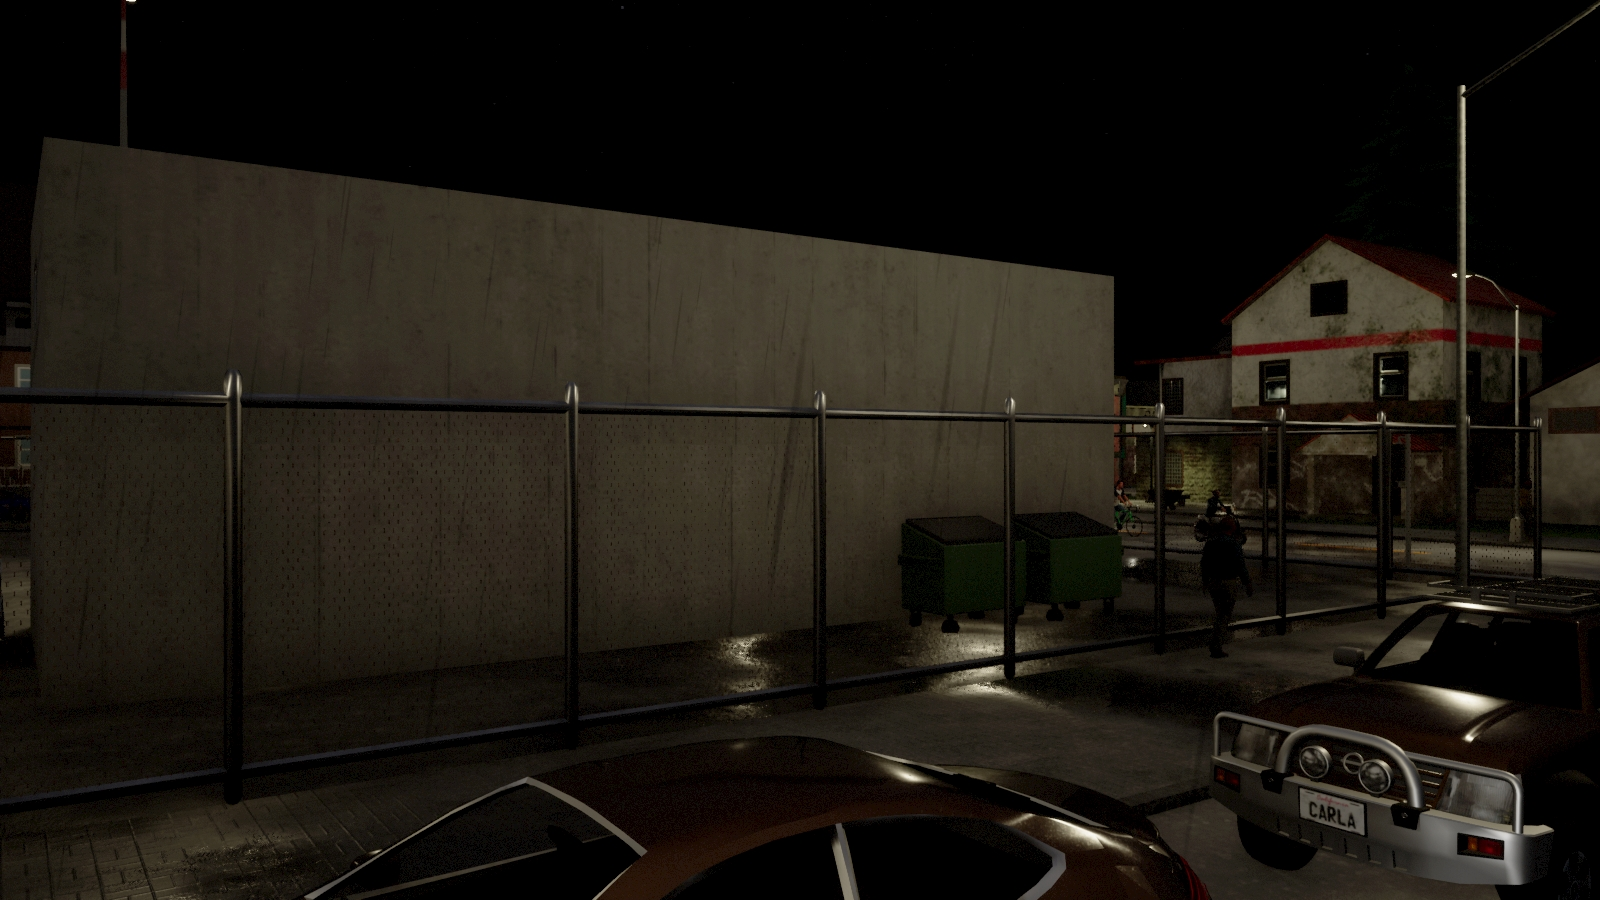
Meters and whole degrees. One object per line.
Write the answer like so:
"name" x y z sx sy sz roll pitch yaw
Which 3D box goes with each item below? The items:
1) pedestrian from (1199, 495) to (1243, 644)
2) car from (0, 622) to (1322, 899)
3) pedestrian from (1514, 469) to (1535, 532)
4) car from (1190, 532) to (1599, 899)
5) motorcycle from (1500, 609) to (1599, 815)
"pedestrian" 5.388 1.513 14.620 0.375 1.860 0.375 0 0 -35
"car" -0.619 1.771 3.955 5.027 1.651 2.152 0 0 -35
"pedestrian" 21.840 1.510 34.442 0.375 1.860 0.375 0 0 -27
"car" 4.948 1.640 7.839 4.605 1.855 1.932 0 0 -35
"motorcycle" 6.256 1.958 8.768 1.805 1.236 0.856 0 0 -35
